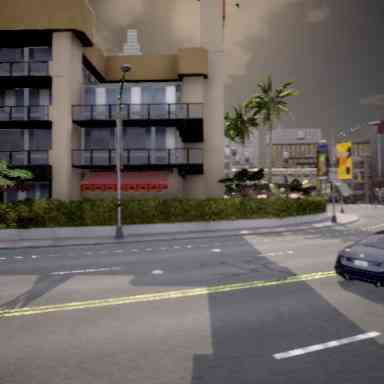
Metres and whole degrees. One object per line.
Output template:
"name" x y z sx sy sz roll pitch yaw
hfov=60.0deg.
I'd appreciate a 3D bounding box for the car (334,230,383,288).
"car" 5.879 1.706 8.971 4.181 1.385 1.994 0 -1 -27
